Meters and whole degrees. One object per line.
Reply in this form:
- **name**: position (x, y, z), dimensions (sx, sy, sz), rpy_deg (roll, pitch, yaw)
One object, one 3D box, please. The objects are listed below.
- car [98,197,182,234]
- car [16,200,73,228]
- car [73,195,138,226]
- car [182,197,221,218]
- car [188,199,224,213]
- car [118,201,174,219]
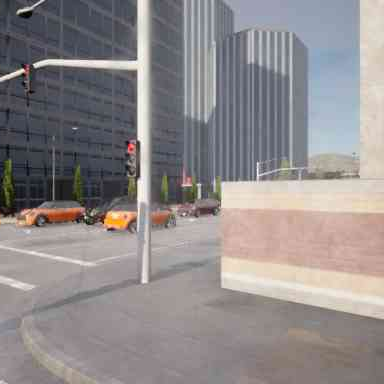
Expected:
- **car**: position (-3.002, 1.407, 20.124), dimensions (2.097, 1.767, 4.553), rpy_deg (0, 0, 36)
- **car**: position (-9.688, 1.407, 23.155), dimensions (2.097, 1.767, 4.553), rpy_deg (0, 0, 36)
- **car**: position (-5.132, 1.277, 23.502), dimensions (2.150, 2.045, 5.566), rpy_deg (0, 0, 36)
- **car**: position (0.595, 1.407, 31.473), dimensions (2.097, 1.767, 4.553), rpy_deg (0, 0, 36)
- **car**: position (1.760, 1.560, 39.082), dimensions (1.837, 1.490, 4.892), rpy_deg (0, 0, 36)
- **car**: position (-4.164, 1.603, 30.851), dimensions (2.033, 1.411, 5.357), rpy_deg (0, 0, 36)
